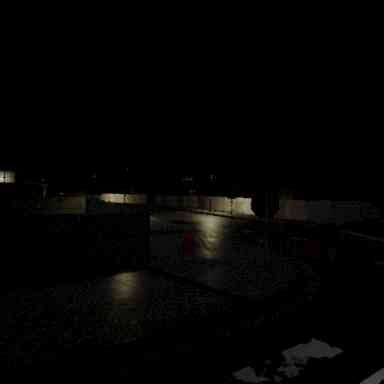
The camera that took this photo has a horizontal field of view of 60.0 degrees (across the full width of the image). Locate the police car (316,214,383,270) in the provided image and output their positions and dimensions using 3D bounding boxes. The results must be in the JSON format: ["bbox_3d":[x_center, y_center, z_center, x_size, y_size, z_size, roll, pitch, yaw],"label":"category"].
[{"bbox_3d":[5.735,1.407,9.057,1.930,1.638,5.238,1,1,-22],"label":"police car"}]
